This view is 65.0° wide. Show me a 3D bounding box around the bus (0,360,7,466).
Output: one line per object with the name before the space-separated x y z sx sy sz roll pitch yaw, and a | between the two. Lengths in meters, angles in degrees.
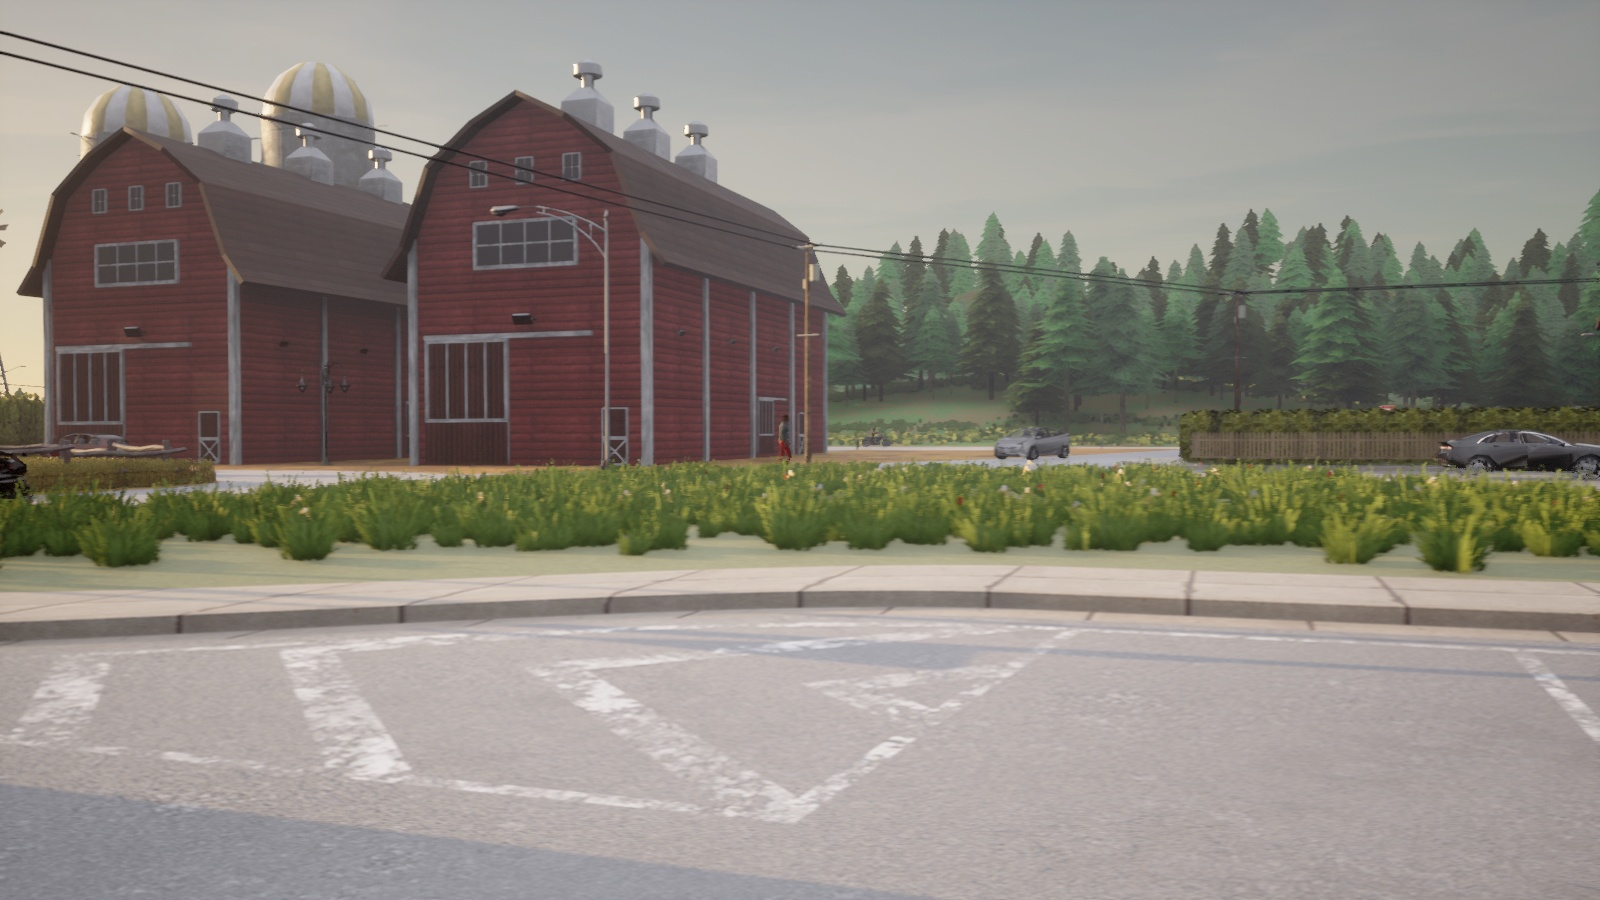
bus | -37.255 -1.490 49.835 10.273 4.253 3.944 1 1 16

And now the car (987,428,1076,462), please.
car | 10.980 -0.261 59.431 2.007 1.525 4.514 1 1 43

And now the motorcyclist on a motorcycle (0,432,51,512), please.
motorcyclist on a motorcycle | -15.659 0.417 24.050 0.866 1.530 2.191 1 1 19

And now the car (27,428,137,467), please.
car | -29.247 -0.126 51.177 3.705 1.549 1.789 1 1 16

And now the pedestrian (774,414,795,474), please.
pedestrian | -0.481 -0.189 38.661 0.614 1.847 0.353 0 1 -10

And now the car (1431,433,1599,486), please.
car | 21.983 0.257 37.998 4.902 1.511 2.128 1 1 19
